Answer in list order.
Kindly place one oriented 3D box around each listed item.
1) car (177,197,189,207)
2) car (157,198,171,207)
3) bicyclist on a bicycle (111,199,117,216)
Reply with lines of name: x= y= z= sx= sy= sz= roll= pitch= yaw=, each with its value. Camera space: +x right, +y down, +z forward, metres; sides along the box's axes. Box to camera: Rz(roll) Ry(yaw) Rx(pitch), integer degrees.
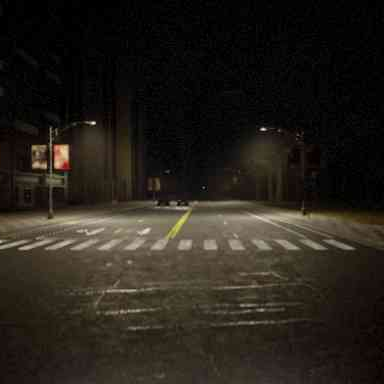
car: x=-1.504 y=1.677 z=56.291 sx=2.128 sy=1.511 sz=4.902 roll=0 pitch=0 yaw=2
car: x=-4.752 y=1.731 z=56.388 sx=1.812 sy=1.442 sz=4.674 roll=0 pitch=0 yaw=2
bicyclist on a bicycle: x=-7.705 y=1.534 z=33.100 sx=0.582 sy=1.620 sz=1.656 roll=0 pitch=0 yaw=2
